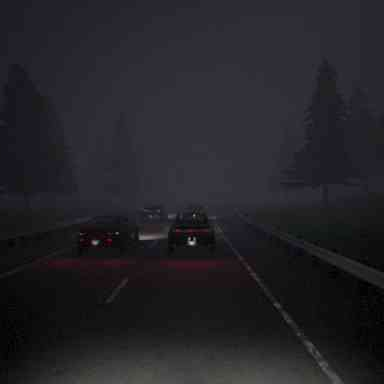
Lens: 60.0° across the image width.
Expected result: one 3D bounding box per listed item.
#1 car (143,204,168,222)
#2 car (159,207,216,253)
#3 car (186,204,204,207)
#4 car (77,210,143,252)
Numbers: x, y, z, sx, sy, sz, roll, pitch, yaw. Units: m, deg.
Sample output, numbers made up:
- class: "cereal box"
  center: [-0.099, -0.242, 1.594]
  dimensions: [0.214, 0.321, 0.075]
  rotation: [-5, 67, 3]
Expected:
- class: "car"
  center: [-3.218, 1.763, 29.209]
  dimensions: [2.128, 1.511, 4.902]
  rotation: [0, 0, 3]
- class: "car"
  center: [-0.001, 1.625, 14.289]
  dimensions: [2.128, 1.511, 4.902]
  rotation: [0, 0, 0]
- class: "car"
  center: [0.290, 1.748, 29.231]
  dimensions: [1.882, 1.535, 5.008]
  rotation: [0, 0, 3]
- class: "car"
  center: [-3.500, 1.659, 14.362]
  dimensions: [1.812, 1.442, 4.674]
  rotation: [0, 0, 0]
